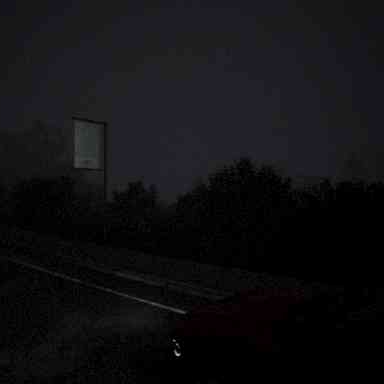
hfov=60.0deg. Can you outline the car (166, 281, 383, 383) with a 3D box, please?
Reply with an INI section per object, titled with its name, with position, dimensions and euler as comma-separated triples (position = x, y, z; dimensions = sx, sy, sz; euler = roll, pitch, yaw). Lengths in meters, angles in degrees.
[car]
position = 2.037, 1.487, 2.674
dimensions = 5.008, 1.535, 1.882
euler = 0, 0, 36
